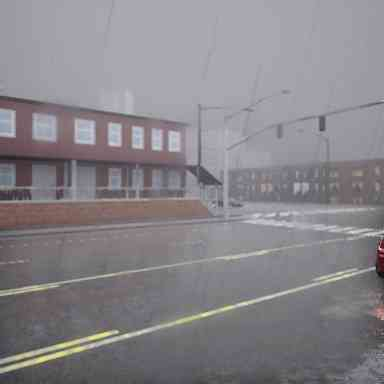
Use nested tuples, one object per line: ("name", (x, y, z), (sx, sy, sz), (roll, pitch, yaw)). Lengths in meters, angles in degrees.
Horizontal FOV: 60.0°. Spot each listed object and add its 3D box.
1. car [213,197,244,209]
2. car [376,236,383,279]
("car", (4.820, 1.416, 44.279), (1.837, 1.490, 4.892), (0, 0, -35))
("car", (6.798, 1.321, 8.629), (4.553, 1.767, 2.097), (0, 0, -35))
